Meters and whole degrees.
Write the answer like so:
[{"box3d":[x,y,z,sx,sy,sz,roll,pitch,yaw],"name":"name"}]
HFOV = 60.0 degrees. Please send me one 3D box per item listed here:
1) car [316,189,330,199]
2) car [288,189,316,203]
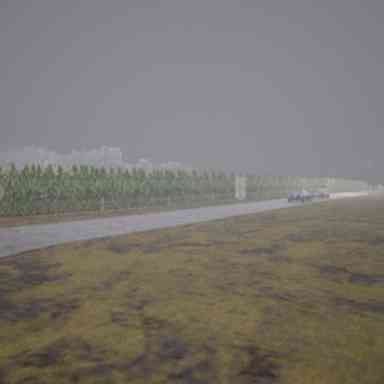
[{"box3d":[20.348,0.340,52.544,2.128,1.511,4.902,1,2,36],"name":"car"},{"box3d":[14.467,0.432,44.293,2.097,1.767,4.553,1,2,36],"name":"car"}]
